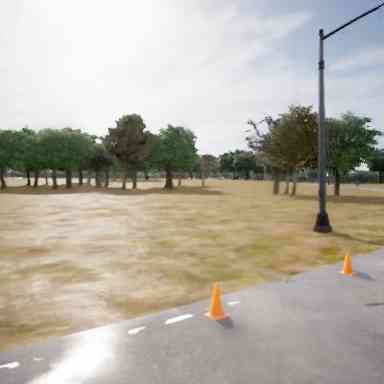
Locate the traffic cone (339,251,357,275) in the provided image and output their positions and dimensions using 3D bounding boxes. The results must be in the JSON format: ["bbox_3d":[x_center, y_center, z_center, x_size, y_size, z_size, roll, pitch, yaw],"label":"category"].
[{"bbox_3d":[4.271,1.927,9.110,0.340,0.580,0.340,-1,0,-40],"label":"traffic cone"}]

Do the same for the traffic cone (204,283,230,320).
[{"bbox_3d":[0.451,1.953,6.046,0.340,0.580,0.340,0,0,-38],"label":"traffic cone"}]
